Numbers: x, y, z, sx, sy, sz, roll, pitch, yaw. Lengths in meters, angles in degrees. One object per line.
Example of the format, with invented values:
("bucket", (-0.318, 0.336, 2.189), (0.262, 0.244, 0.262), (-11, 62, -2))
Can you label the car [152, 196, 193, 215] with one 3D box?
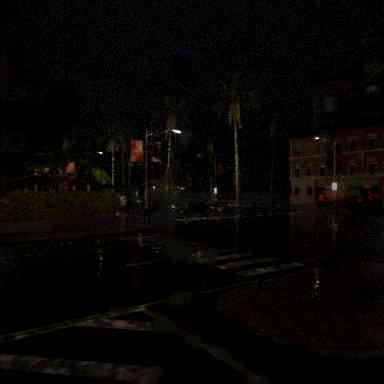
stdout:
("car", (-2.306, 1.352, 34.150), (2.097, 1.767, 4.553), (0, 0, -35))

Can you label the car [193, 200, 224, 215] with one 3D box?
("car", (1.404, 1.526, 34.957), (1.812, 1.442, 4.674), (0, 0, -35))

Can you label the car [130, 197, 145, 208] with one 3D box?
("car", (-8.917, 1.547, 49.601), (2.033, 1.411, 5.357), (0, 0, -35))

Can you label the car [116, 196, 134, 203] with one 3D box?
("car", (-13.876, 1.522, 68.680), (1.812, 1.442, 4.674), (0, 0, -39))
